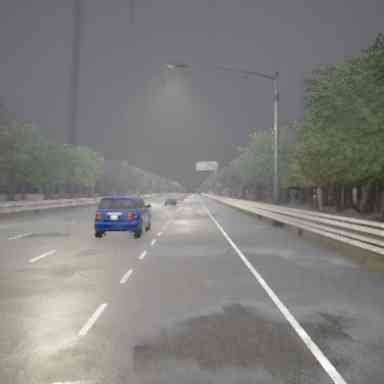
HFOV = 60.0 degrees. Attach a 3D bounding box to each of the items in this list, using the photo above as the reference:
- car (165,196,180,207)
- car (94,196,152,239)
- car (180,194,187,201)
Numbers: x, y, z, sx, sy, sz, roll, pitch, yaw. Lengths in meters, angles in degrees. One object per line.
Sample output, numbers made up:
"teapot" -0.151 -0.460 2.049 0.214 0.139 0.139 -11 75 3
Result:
"car" -3.340 1.550 53.500 1.837 1.490 4.892 0 0 0
"car" -3.483 1.229 17.567 2.150 2.045 5.566 0 0 0
"car" -3.066 1.614 88.689 1.994 1.385 4.181 0 0 1
